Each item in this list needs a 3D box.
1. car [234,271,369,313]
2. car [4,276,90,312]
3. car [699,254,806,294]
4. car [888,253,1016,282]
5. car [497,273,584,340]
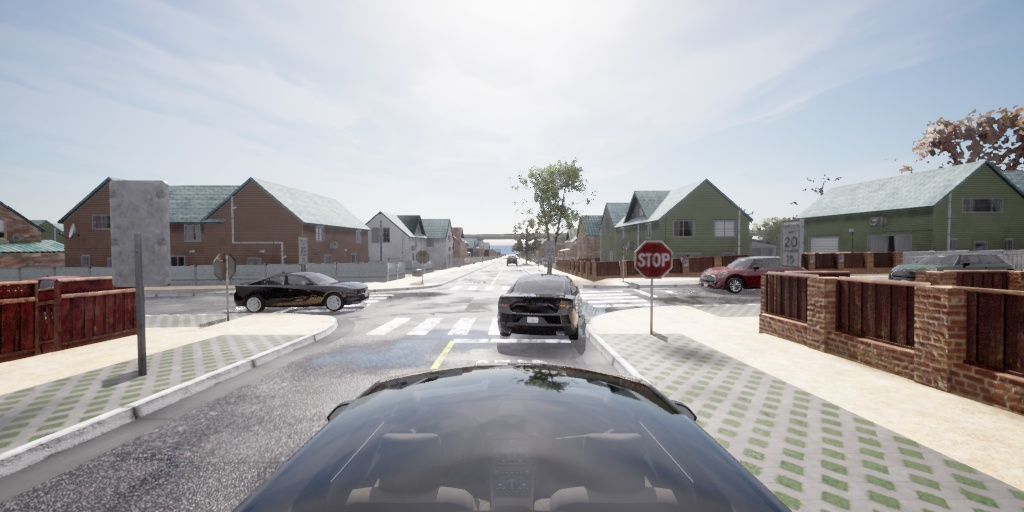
[{"bbox_3d":[-8.464,1.377,14.654,5.008,1.535,1.882,-1,2,0],"label":"car"},{"bbox_3d":[-18.016,1.547,14.595,5.008,1.535,1.882,-1,2,0],"label":"car"},{"bbox_3d":[11.812,0.820,17.730,4.553,1.767,2.097,-1,2,0],"label":"car"},{"bbox_3d":[21.707,0.646,17.798,4.553,1.767,2.097,-1,2,0],"label":"car"},{"bbox_3d":[0.961,1.224,10.125,1.882,1.535,5.008,0,0,12],"label":"car"}]
